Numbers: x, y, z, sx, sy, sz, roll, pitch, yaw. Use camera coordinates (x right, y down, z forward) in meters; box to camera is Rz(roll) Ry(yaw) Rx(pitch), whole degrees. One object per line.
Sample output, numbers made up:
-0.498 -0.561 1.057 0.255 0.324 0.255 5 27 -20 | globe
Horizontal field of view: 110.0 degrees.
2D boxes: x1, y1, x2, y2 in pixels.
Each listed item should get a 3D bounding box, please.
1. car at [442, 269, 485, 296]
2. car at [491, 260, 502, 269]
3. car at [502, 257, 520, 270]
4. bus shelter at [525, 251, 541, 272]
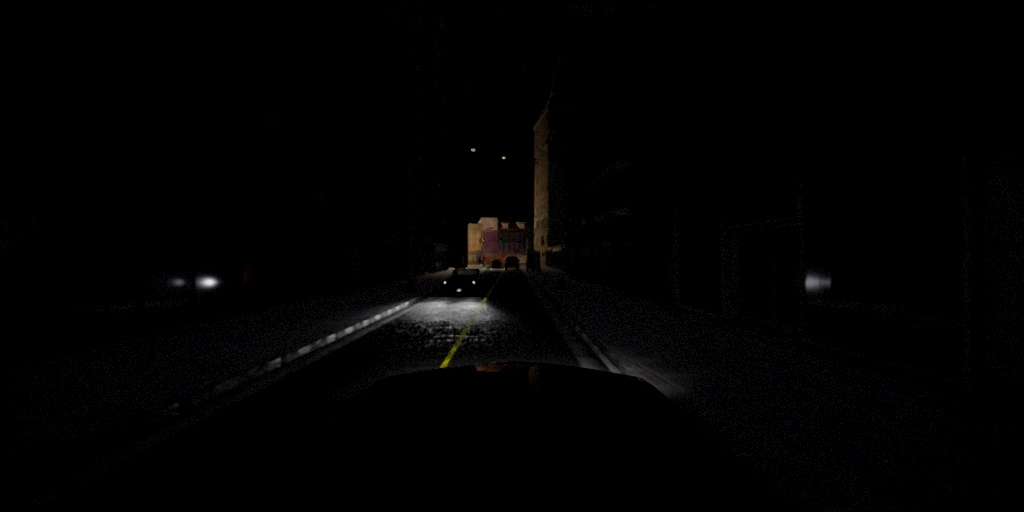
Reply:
-2.599 1.396 19.879 1.895 1.301 4.718 0 0 0 | car
-2.524 1.410 61.763 1.837 1.490 4.892 0 0 1 | car
0.015 1.119 56.449 2.150 2.045 5.566 0 0 0 | car
2.889 0.740 45.270 1.920 2.740 3.880 0 0 0 | bus shelter
